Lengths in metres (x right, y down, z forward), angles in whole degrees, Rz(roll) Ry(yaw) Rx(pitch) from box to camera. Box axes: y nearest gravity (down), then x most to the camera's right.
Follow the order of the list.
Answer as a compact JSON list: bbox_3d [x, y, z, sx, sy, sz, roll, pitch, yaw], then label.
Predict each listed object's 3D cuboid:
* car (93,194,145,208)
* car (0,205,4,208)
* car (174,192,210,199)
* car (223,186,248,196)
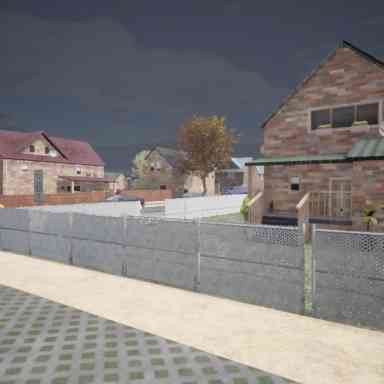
[{"bbox_3d":[-6.292,0.932,28.953,1.882,1.535,5.008,1,2,35],"label":"car"},{"bbox_3d":[-13.421,1.222,18.938,1.882,1.535,5.008,1,2,35],"label":"car"},{"bbox_3d":[0.059,0.745,37.866,2.033,1.411,5.357,1,2,36],"label":"car"},{"bbox_3d":[6.468,0.166,46.776,2.150,2.045,5.566,1,2,36],"label":"car"}]
